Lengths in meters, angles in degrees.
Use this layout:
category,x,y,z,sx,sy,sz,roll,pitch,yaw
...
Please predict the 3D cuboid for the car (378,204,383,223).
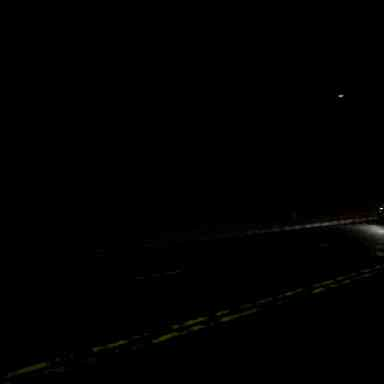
category,x,y,z,sx,sy,sz,roll,pitch,yaw
car,15.064,1.053,23.047,5.566,2.045,2.150,-1,0,-38
